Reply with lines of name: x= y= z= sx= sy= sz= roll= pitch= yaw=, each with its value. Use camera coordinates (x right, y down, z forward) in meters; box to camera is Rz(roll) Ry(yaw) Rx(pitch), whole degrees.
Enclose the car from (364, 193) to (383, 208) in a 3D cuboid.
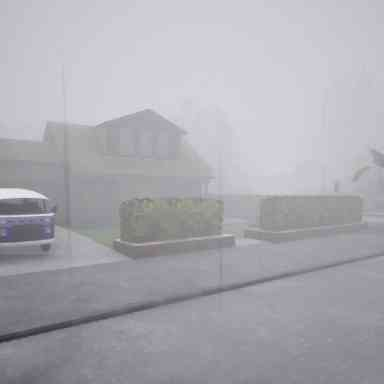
car: x=23.118 y=0.985 z=40.284 sx=3.866 sy=1.878 sz=1.905 roll=0 pitch=0 yaw=0
